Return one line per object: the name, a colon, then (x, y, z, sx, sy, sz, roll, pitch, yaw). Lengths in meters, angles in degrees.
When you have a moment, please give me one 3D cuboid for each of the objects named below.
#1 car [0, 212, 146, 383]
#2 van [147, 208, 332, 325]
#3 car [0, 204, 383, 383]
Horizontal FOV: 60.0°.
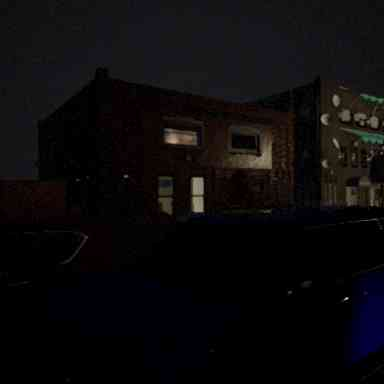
car: (-3.335, 1.315, 4.190, 5.009, 1.841, 2.192, 0, 0, -35)
van: (1.191, 1.330, 7.400, 3.998, 1.788, 1.690, 0, 0, -35)
car: (0.847, 1.215, 3.976, 5.566, 2.045, 2.150, 0, 0, -35)
